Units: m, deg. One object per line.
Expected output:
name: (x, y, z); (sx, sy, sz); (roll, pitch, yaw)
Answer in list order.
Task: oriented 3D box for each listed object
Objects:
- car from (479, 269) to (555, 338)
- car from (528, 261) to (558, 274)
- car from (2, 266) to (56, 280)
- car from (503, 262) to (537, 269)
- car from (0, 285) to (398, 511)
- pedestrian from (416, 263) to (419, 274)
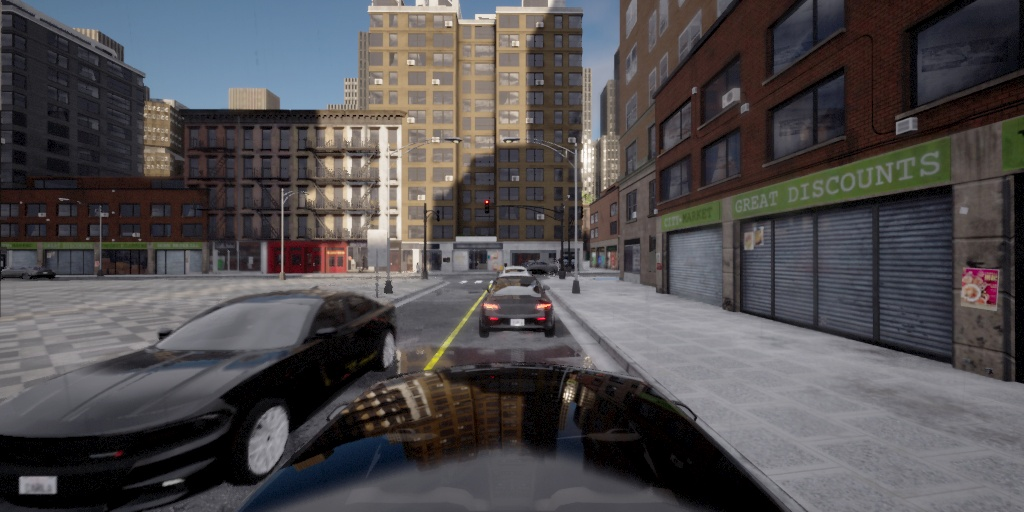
car: (0.119, 1.274, 10.089); (1.812, 1.442, 4.674); (0, 0, 0)
car: (1.911, 1.210, 33.584); (4.902, 1.511, 2.128); (-1, 0, -24)
car: (-47.458, 1.626, 34.893); (4.181, 1.385, 1.994); (0, 0, 0)
car: (0.145, 1.269, 19.870); (1.812, 1.442, 4.674); (0, 0, -1)
car: (-3.097, 1.227, 4.843); (1.882, 1.535, 5.008); (0, 0, 0)
pedestrian: (-10.050, 0.969, 38.287); (0.375, 1.860, 0.375); (0, 0, -1)
